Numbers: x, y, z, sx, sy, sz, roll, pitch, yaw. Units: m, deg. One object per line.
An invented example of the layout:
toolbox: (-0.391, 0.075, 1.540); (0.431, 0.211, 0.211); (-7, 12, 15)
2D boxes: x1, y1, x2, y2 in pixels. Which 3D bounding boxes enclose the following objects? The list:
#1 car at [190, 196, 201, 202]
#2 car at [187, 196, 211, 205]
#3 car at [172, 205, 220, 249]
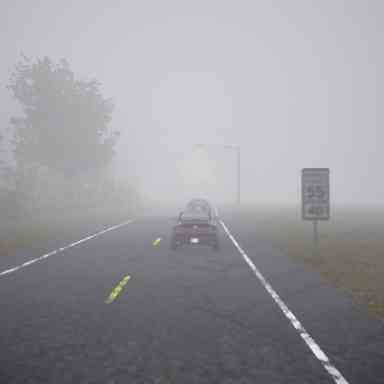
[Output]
car: (0.819, 1.578, 77.646); (1.994, 1.385, 4.181); (0, 0, 6)
car: (0.629, 1.374, 29.484); (2.097, 1.767, 4.553); (0, 0, 2)
car: (0.157, 1.518, 14.557); (1.837, 1.490, 4.892); (0, 0, 1)
